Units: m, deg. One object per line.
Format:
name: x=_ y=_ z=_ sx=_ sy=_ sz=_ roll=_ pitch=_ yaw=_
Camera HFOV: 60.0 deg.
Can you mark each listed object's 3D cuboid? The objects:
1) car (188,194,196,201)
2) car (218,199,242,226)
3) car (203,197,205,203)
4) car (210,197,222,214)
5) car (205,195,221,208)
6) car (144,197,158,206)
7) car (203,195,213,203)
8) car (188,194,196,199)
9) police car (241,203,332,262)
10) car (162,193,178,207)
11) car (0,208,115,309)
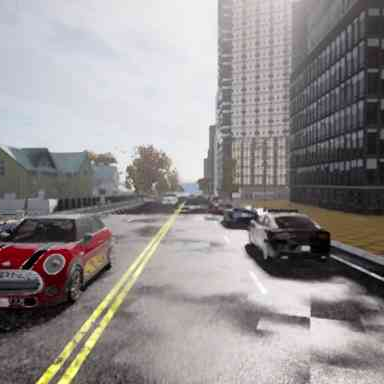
car: x=0.003 y=1.437 z=76.114 sx=1.895 sy=1.301 sz=4.718 roll=0 pitch=0 yaw=0
car: x=3.251 y=1.456 z=23.019 sx=2.163 sy=1.488 sz=4.792 roll=0 pitch=0 yaw=0
car: x=3.252 y=1.347 z=56.002 sx=2.033 sy=1.649 sz=4.856 roll=0 pitch=0 yaw=0
car: x=3.251 y=1.499 z=33.994 sx=1.994 sy=1.385 sz=4.181 roll=0 pitch=0 yaw=0
car: x=3.252 y=1.355 z=44.998 sx=2.033 sy=1.649 sz=4.856 roll=0 pitch=0 yaw=0
car: x=-6.548 y=1.464 z=54.041 sx=2.033 sy=1.411 sz=5.357 roll=0 pitch=0 yaw=1
car: x=3.252 y=1.435 z=67.006 sx=1.812 sy=1.442 sz=4.674 roll=0 pitch=0 yaw=0
car: x=0.004 y=1.262 z=91.636 sx=2.033 sy=1.411 sz=5.357 roll=0 pitch=0 yaw=0
police car: x=3.250 y=1.398 z=12.095 sx=1.930 sy=1.638 sz=5.238 roll=0 pitch=0 yaw=0
car: x=-3.312 y=1.141 z=50.732 sx=2.150 sy=2.045 sz=5.566 roll=0 pitch=0 yaw=0
car: x=-3.349 y=1.334 z=8.060 sx=2.097 sy=1.767 sz=4.553 roll=0 pitch=0 yaw=0
